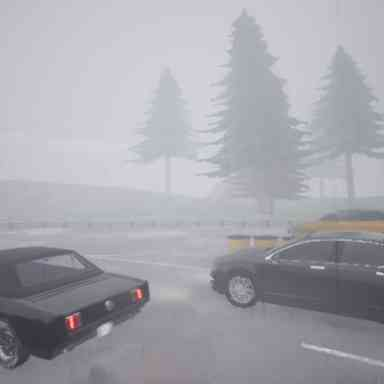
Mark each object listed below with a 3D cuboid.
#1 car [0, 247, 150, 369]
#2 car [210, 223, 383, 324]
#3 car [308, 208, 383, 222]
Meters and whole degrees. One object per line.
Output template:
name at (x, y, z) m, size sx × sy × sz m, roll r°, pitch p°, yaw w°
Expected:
car at (-3.138, 1.650, 5.725) m, size 4.718 × 1.301 × 1.895 m, roll -1°, pitch 0°, yaw 30°
car at (2.656, 1.489, 6.300) m, size 4.892 × 1.490 × 1.837 m, roll -1°, pitch 0°, yaw 34°
car at (6.367, 1.460, 13.606) m, size 4.892 × 1.490 × 1.837 m, roll -2°, pitch 0°, yaw -1°
